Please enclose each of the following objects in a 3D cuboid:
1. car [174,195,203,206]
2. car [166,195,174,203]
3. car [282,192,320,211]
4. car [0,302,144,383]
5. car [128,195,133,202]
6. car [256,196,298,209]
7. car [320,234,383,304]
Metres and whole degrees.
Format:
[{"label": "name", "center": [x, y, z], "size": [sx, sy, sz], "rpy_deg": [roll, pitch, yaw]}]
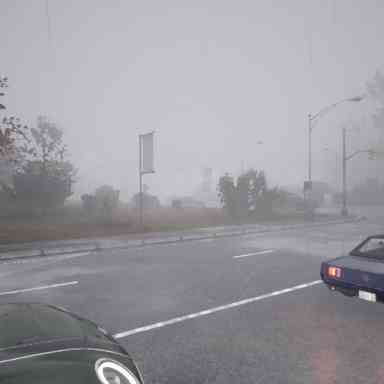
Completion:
[{"label": "car", "center": [-0.221, 1.300, 50.767], "size": [1.837, 1.490, 4.892], "rpy_deg": [-1, 0, -39]}, {"label": "car", "center": [-2.762, 1.275, 59.590], "size": [1.837, 1.490, 4.892], "rpy_deg": [-1, 0, -38]}, {"label": "car", "center": [11.155, 1.008, 36.525], "size": [2.150, 2.045, 5.566], "rpy_deg": [-1, 0, -38]}, {"label": "car", "center": [-2.502, 1.352, 1.938], "size": [4.553, 1.767, 2.097], "rpy_deg": [0, 0, -36]}, {"label": "car", "center": [-10.437, 1.330, 63.704], "size": [2.128, 1.511, 4.902], "rpy_deg": [-1, 0, -38]}, {"label": "car", "center": [10.784, 1.248, 42.600], "size": [2.128, 1.511, 4.902], "rpy_deg": [-1, 1, -39]}, {"label": "car", "center": [4.969, 1.573, 7.276], "size": [4.718, 1.301, 1.895], "rpy_deg": [0, 0, -35]}]
